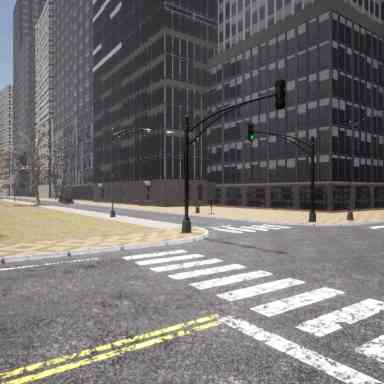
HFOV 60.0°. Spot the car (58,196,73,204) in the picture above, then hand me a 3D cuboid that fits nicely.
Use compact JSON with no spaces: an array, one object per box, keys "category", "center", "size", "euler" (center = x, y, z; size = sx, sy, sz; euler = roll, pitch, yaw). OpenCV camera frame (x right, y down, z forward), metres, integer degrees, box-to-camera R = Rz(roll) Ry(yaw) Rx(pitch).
[{"category":"car","center":[-23.658,1.509,62.250],"size":[1.837,1.490,4.892],"euler":[0,0,-35]}]
